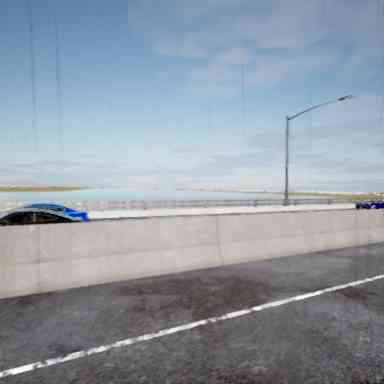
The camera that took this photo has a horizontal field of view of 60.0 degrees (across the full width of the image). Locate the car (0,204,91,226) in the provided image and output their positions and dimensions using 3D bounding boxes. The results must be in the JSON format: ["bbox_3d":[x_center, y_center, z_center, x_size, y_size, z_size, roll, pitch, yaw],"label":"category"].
[{"bbox_3d":[-6.239,1.336,11.930,4.674,1.442,1.812,0,1,-33],"label":"car"}]

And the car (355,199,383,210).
[{"bbox_3d":[20.508,1.451,37.576,4.718,1.301,1.895,0,1,-32],"label":"car"}]

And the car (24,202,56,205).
[{"bbox_3d":[-7.307,1.243,15.413,5.008,1.535,1.882,0,1,-33],"label":"car"}]
